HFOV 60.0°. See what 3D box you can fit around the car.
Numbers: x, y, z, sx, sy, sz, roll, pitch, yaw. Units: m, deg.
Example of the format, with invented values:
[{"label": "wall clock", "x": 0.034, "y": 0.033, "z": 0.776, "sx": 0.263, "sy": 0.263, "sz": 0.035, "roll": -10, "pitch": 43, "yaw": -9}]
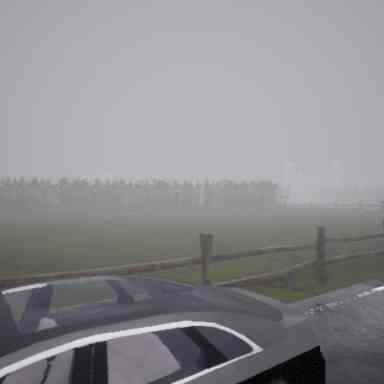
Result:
[{"label": "car", "x": -1.127, "y": 1.470, "z": 2.202, "sx": 4.902, "sy": 1.511, "sz": 2.128, "roll": 0, "pitch": 0, "yaw": -34}]
